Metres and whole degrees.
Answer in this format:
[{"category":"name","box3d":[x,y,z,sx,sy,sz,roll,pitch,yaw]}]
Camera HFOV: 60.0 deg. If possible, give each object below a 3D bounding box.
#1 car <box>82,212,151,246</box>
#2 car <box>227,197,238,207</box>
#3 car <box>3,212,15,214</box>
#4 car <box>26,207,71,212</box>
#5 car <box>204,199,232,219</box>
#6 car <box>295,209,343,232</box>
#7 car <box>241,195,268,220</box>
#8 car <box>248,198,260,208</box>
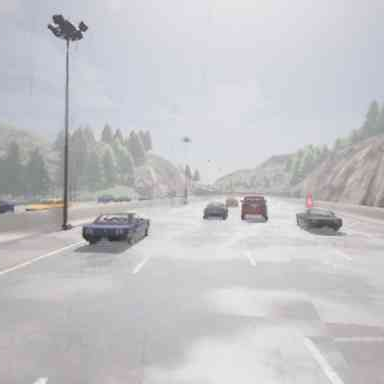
[{"category":"car","box3d":[-3.188,1.564,15.125,1.895,1.301,4.718,1,0,5]},{"category":"car","box3d":[6.385,1.584,53.591,1.882,1.535,5.008,1,0,10]},{"category":"car","box3d":[-16.028,1.271,25.938,1.882,1.535,5.008,1,0,7]},{"category":"car","box3d":[-12.158,1.325,28.573,1.882,1.535,5.008,1,0,8]},{"category":"car","box3d":[2.232,1.605,30.011,1.994,1.385,4.181,1,0,9]},{"category":"car","box3d":[7.894,1.715,21.176,1.895,1.301,4.718,1,0,7]},{"category":"car","box3d":[5.559,1.308,29.733,2.150,2.045,5.566,0,0,10]},{"category":"car","box3d":[9.767,1.677,52.614,1.812,1.442,4.674,1,0,10]}]
